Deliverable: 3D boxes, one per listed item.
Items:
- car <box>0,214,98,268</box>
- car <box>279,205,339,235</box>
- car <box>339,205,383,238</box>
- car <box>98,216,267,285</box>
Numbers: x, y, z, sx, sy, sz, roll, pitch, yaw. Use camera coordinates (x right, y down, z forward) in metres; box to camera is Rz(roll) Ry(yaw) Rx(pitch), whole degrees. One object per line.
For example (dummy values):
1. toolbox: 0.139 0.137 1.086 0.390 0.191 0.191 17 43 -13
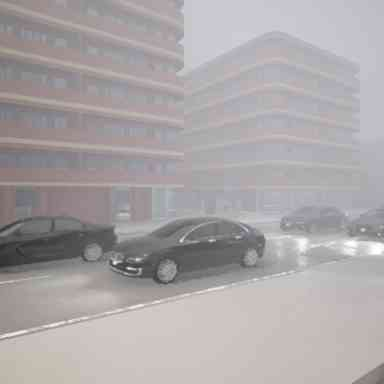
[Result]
1. car: -4.824 1.478 10.388 5.008 1.535 1.882 0 0 -36
2. car: 7.040 1.505 19.046 4.892 1.490 1.837 0 0 -36
3. car: 9.487 1.564 16.473 4.181 1.385 1.994 0 0 -36
4. car: 0.064 1.506 9.624 4.892 1.490 1.837 0 0 -36
